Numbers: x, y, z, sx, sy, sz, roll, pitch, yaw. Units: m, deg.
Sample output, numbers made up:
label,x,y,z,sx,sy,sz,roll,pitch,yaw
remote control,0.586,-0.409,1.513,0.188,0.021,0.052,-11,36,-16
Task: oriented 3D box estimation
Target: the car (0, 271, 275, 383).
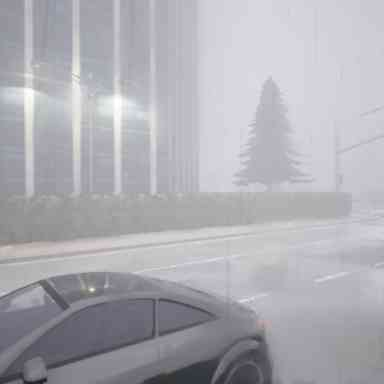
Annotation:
label,x,y,z,sx,sy,sz,roll,pitch,yaw
car,-1.192,1.559,3.116,4.181,1.385,1.994,-1,0,-35
